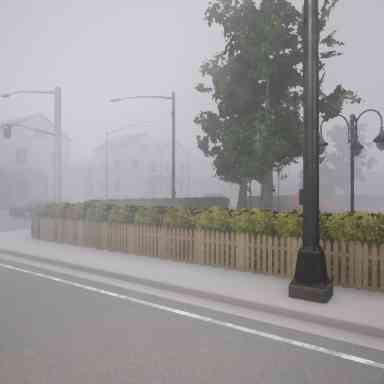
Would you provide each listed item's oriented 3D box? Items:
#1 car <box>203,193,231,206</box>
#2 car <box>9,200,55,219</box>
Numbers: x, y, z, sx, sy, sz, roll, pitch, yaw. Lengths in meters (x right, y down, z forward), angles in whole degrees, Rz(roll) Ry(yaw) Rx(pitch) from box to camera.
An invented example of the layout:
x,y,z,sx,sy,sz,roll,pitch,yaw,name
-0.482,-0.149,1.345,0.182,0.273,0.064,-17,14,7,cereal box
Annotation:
x,y,z,sx,sy,sz,roll,pitch,yaw,name
3.525,1.221,48.179,2.150,2.045,5.566,0,0,35,car
-13.682,1.477,29.811,1.882,1.535,5.008,0,0,35,car
